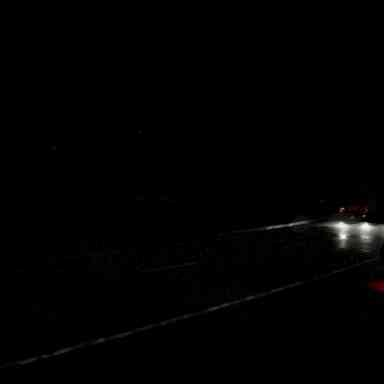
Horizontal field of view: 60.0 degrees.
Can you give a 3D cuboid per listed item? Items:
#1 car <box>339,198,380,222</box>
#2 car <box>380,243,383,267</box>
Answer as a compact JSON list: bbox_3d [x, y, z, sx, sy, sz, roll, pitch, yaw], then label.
[{"bbox_3d":[13.161,1.281,26.071,2.097,1.767,4.553,-1,1,41],"label":"car"},{"bbox_3d":[7.338,1.558,9.973,4.181,1.385,1.994,0,0,-41],"label":"car"}]
